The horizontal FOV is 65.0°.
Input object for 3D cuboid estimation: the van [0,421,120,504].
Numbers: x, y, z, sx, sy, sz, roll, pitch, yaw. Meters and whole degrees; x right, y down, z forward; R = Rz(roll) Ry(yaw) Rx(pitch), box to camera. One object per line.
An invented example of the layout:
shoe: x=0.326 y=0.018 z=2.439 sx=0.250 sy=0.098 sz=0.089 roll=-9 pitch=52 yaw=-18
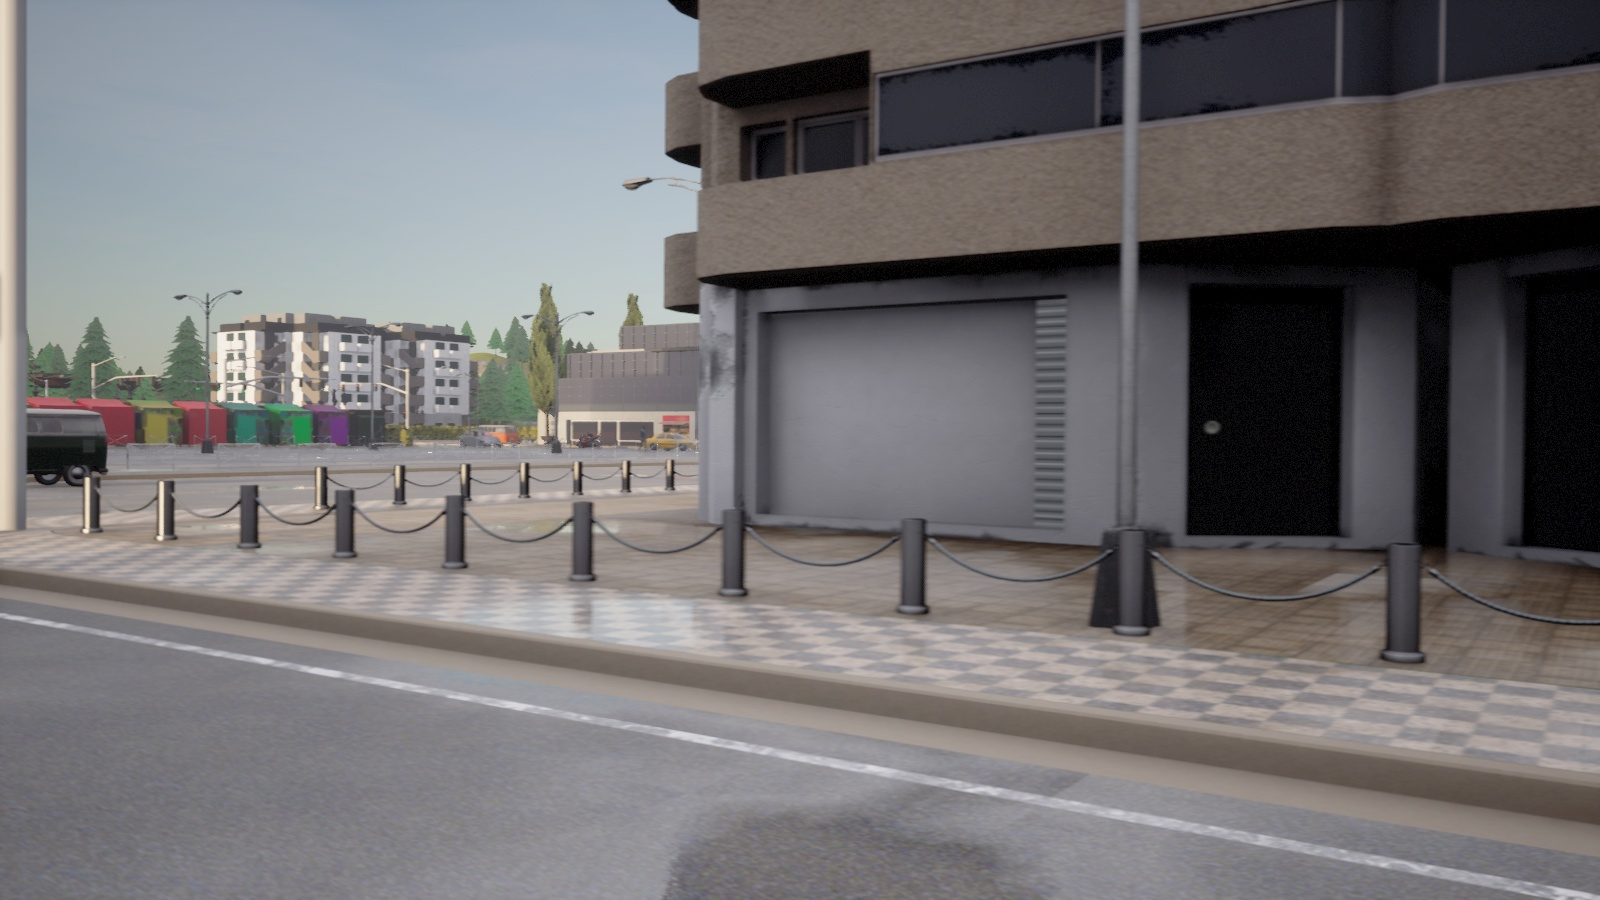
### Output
van: x=-19.507 y=0.293 z=30.984 sx=1.775 sy=1.987 sz=4.442 roll=0 pitch=1 yaw=33

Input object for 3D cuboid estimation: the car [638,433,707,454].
car: x=-9.728 y=-0.496 z=95.848 sx=5.366 sy=1.575 sz=1.801 roll=0 pitch=1 yaw=35
